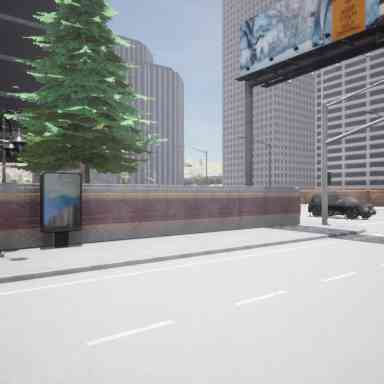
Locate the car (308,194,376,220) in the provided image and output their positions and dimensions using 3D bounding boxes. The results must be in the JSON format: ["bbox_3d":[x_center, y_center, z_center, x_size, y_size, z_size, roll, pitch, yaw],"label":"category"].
[{"bbox_3d":[12.620,1.221,28.380,2.150,2.045,5.566,0,0,-31],"label":"car"}]
